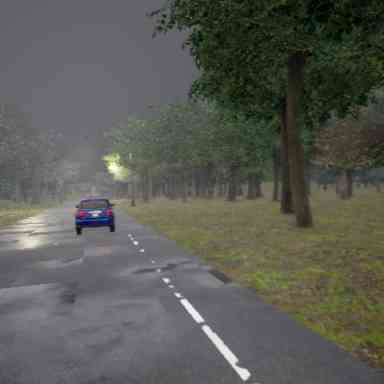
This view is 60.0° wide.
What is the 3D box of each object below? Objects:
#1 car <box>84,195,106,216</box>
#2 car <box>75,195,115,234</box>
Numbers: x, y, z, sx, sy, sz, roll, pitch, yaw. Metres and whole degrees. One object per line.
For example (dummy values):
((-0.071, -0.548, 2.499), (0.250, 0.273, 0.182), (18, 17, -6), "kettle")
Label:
((-10.818, 1.404, 37.254), (2.150, 2.045, 5.566), (-3, 1, -16), "car")
((-5.982, 1.334, 20.625), (2.150, 2.045, 5.566), (-3, 1, -16), "car")
